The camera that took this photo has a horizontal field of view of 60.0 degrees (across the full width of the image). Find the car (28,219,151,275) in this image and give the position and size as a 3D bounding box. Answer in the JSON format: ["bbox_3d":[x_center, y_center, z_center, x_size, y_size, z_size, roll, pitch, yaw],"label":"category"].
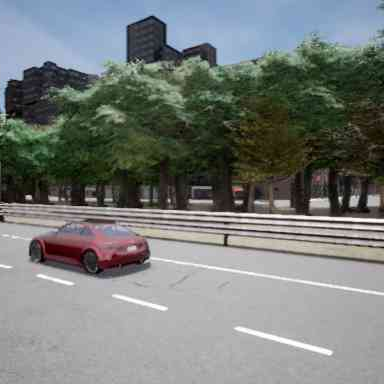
[{"bbox_3d":[-3.321,1.568,10.543,4.181,1.385,1.994,0,0,36],"label":"car"}]
